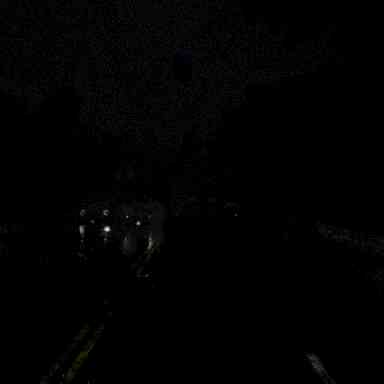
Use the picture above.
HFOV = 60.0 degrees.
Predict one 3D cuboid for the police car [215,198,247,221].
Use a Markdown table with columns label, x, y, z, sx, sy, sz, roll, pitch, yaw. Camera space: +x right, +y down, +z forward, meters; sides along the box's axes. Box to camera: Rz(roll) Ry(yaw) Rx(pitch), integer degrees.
| label | x | y | z | sx | sy | sz | roll | pitch | yaw |
| --- | --- | --- | --- | --- | --- | --- | --- | --- | --- |
| police car | 3.269 | 1.489 | 27.156 | 1.930 | 1.638 | 5.238 | 0 | 0 | 0 |

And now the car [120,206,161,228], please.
| label | x | y | z | sx | sy | sz | roll | pitch | yaw |
| --- | --- | --- | --- | --- | --- | --- | --- | --- | --- |
| car | -3.271 | 1.621 | 22.613 | 1.895 | 1.301 | 4.718 | 0 | 0 | 1 |

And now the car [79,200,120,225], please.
| label | x | y | z | sx | sy | sz | roll | pitch | yaw |
| --- | --- | --- | --- | --- | --- | --- | --- | --- | --- |
| car | -6.505 | 1.374 | 24.053 | 2.097 | 1.767 | 4.553 | 0 | 0 | 0 |

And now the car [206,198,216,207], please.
| label | x | y | z | sx | sy | sz | roll | pitch | yaw |
| --- | --- | --- | --- | --- | --- | --- | --- | --- | --- |
| car | 3.262 | 1.668 | 54.123 | 1.882 | 1.535 | 5.008 | 0 | -1 | 0 |

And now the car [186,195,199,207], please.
| label | x | y | z | sx | sy | sz | roll | pitch | yaw |
| --- | --- | --- | --- | --- | --- | --- | --- | --- | --- |
| car | 0.111 | 1.694 | 56.273 | 1.812 | 1.442 | 4.674 | 0 | -1 | 0 |
